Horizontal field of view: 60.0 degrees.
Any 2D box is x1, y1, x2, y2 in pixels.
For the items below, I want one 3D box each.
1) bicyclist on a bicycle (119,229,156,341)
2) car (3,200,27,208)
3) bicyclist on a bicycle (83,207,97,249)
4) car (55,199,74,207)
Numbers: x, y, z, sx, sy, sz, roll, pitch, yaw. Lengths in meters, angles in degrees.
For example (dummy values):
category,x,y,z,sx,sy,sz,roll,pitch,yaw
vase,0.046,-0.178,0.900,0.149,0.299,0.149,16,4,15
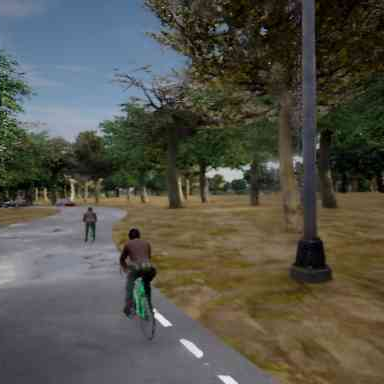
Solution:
category,x,y,z,sx,sy,sz,roll,pitch,yaw
bicyclist on a bicycle,-0.906,1.446,5.497,0.582,1.620,1.656,-1,0,-26
car,-35.577,2.391,66.791,4.902,1.511,2.128,-2,-1,20
bicyclist on a bicycle,-4.130,1.450,13.502,0.582,1.620,1.656,0,0,-18
car,-22.172,1.896,57.800,4.181,1.385,1.994,-2,-1,44
